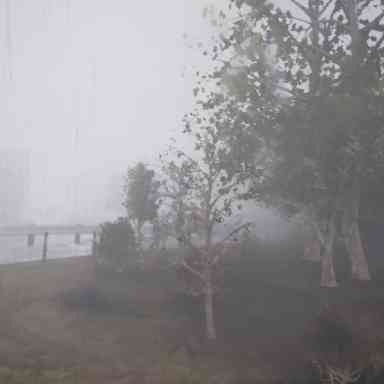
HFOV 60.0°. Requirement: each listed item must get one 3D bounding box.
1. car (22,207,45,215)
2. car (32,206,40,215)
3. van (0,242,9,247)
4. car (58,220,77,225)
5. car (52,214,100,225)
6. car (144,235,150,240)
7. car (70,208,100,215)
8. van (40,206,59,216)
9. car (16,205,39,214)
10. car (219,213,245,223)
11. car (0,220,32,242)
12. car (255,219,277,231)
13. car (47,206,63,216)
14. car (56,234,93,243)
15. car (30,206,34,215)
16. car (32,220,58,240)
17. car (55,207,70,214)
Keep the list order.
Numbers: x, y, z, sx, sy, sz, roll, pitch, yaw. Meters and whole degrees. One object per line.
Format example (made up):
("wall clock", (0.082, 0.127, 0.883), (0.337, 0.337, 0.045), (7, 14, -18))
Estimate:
("car", (-36.146, 4.223, 75.951), (2.002, 1.452, 4.674), (0, 1, 19))
("car", (-31.443, 4.239, 72.206), (2.097, 1.535, 5.008), (1, 1, 19))
("van", (-10.729, 4.483, 20.376), (4.442, 1.987, 1.878), (1, 1, 17))
("car", (-16.985, 4.567, 40.367), (4.792, 1.488, 2.163), (0, 0, 17))
("car", (-15.257, 4.286, 42.717), (5.566, 2.045, 2.435), (0, 0, 17))
("car", (-3.532, 4.734, 30.060), (4.792, 1.488, 2.163), (1, 1, 17))
("car", (-19.692, 4.131, 62.822), (2.435, 2.045, 5.566), (1, 1, 18))
("van", (-29.135, 4.044, 70.213), (1.878, 1.987, 4.442), (1, 1, 19))
("car", (-38.474, 4.029, 77.854), (2.185, 1.767, 4.553), (1, 1, 19))
("car", (6.309, 4.316, 53.300), (2.150, 2.045, 5.566), (0, -1, -32))
("car", (-20.553, 4.287, 35.635), (5.566, 2.045, 2.435), (0, 0, 17))
("car", (9.734, 4.275, 43.867), (1.837, 1.490, 4.892), (1, -3, -4))
("car", (-26.757, 4.336, 68.456), (2.002, 1.452, 4.674), (0, 1, 18))
("car", (-7.226, 4.453, 25.225), (5.566, 2.045, 2.435), (1, 1, 17))
("car", (-33.815, 4.086, 74.046), (2.185, 1.767, 4.553), (0, 1, 19))
("car", (-18.768, 4.287, 37.995), (5.566, 2.045, 2.435), (0, 0, 17))
("car", (-24.342, 4.319, 66.766), (1.946, 1.575, 5.366), (0, 1, 18))
